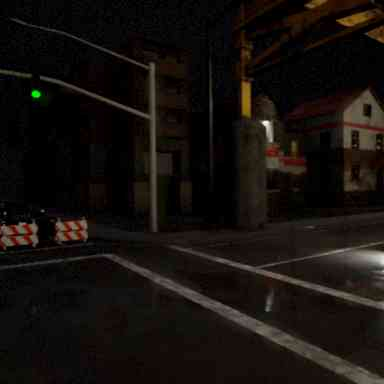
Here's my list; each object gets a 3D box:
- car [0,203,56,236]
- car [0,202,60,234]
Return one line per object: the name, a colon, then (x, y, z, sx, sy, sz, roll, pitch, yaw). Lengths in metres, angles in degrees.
car: (-8.520, 1.310, 16.073, 4.974, 1.542, 2.038, 0, 1, 36)
car: (-8.564, 1.153, 16.101, 4.536, 1.218, 1.853, 0, 1, 36)
